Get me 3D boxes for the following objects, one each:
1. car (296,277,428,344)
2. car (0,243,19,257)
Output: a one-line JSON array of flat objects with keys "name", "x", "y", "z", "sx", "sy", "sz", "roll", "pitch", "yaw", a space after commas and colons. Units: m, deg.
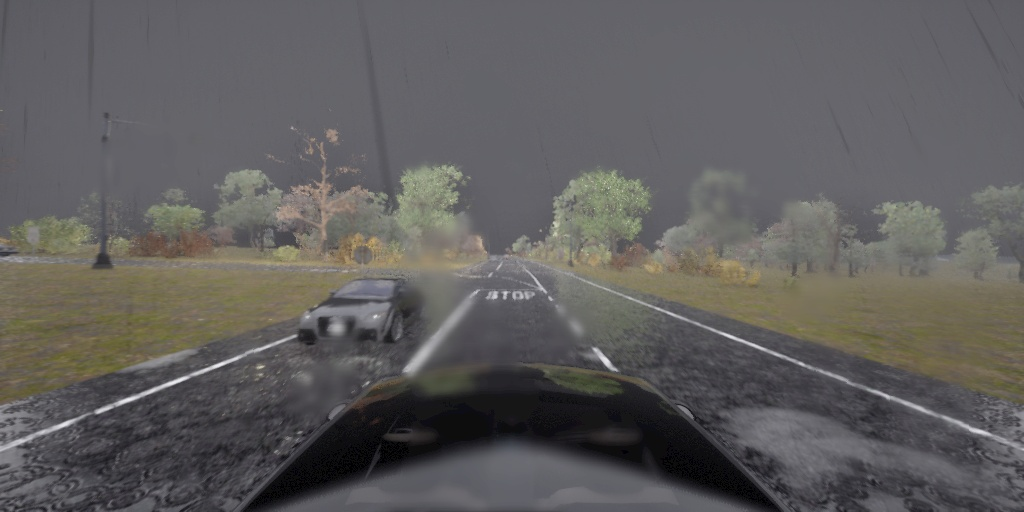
[{"name": "car", "x": -3.515, "y": 1.255, "z": 9.206, "sx": 1.994, "sy": 1.385, "sz": 4.181, "roll": 0, "pitch": 0, "yaw": 0}, {"name": "car", "x": -48.949, "y": -0.660, "z": 32.938, "sx": 5.357, "sy": 1.411, "sz": 2.033, "roll": 2, "pitch": 0, "yaw": 0}]
